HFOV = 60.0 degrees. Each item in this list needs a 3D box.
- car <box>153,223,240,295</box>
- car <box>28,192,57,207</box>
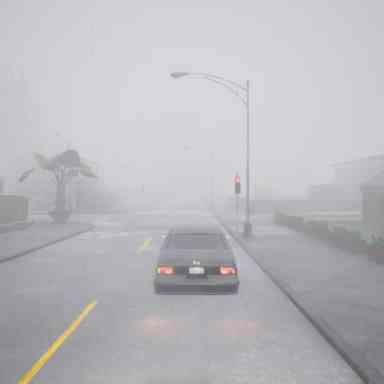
[{"bbox_3d":[0.099,1.547,8.855,2.033,1.411,5.357,0,0,0],"label":"car"},{"bbox_3d":[-19.748,0.985,43.898,1.905,1.878,3.866,0,0,35],"label":"car"}]
